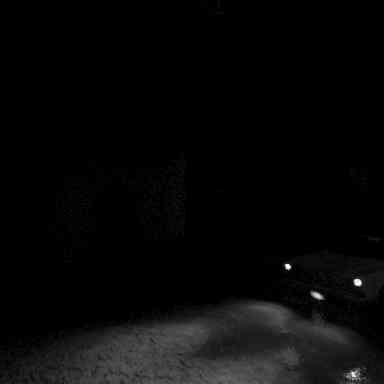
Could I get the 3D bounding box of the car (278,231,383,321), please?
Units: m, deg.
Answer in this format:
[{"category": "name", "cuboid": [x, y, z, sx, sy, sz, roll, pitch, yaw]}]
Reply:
[{"category": "car", "cuboid": [4.106, 1.601, 7.418, 4.718, 1.301, 1.895, 0, 0, -36]}]
